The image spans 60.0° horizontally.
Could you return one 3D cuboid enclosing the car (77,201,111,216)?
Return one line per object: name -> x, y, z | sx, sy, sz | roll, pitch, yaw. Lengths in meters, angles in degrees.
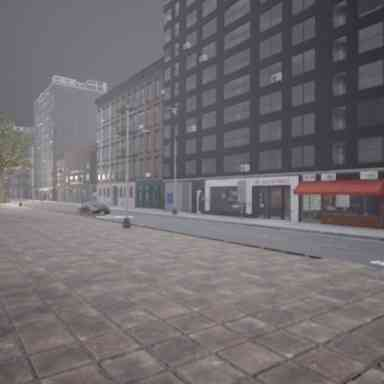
car -> -9.916, 1.591, 33.325 | 2.033, 1.411, 5.357 | 1, 0, -36
